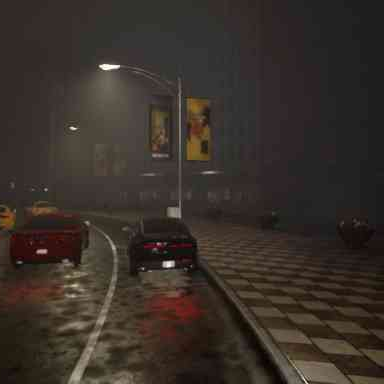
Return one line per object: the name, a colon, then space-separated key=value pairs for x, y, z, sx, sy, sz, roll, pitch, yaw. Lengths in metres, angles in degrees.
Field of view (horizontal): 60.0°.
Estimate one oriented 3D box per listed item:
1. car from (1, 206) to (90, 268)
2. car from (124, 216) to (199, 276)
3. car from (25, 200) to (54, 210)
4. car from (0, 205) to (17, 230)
car: x=-4.658 y=1.472 z=11.470 sx=1.882 sy=1.535 sz=5.008 roll=0 pitch=0 yaw=-13
car: x=-1.084 y=1.501 z=10.435 sx=1.837 sy=1.490 sz=4.892 roll=0 pitch=0 yaw=-12
car: x=-12.305 y=1.441 z=27.046 sx=1.801 sy=1.575 sz=5.366 roll=0 pitch=0 yaw=-36
car: x=-11.231 y=1.465 z=19.038 sx=1.882 sy=1.535 sz=5.008 roll=0 pitch=0 yaw=-26
